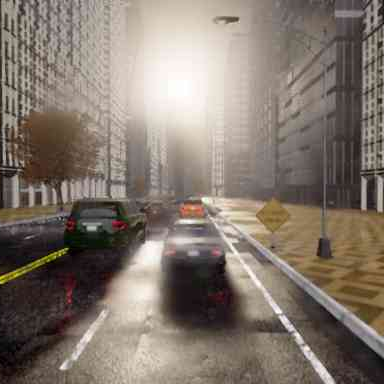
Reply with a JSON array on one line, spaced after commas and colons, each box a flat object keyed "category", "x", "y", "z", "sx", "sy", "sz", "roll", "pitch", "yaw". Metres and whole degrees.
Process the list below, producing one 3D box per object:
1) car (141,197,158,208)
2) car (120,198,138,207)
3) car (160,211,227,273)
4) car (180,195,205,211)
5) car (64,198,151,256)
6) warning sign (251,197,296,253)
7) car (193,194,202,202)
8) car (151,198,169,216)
[{"category": "car", "x": -6.541, "y": 1.587, "z": 51.780, "sx": 2.033, "sy": 1.411, "sz": 5.357, "roll": 0, "pitch": 0, "yaw": 0}, {"category": "car", "x": -9.791, "y": 1.640, "z": 51.846, "sx": 1.895, "sy": 1.301, "sz": 4.718, "roll": 0, "pitch": 0, "yaw": 0}, {"category": "car", "x": 0.052, "y": 1.556, "z": 10.674, "sx": 2.033, "sy": 1.411, "sz": 5.357, "roll": 0, "pitch": 0, "yaw": 0}, {"category": "car", "x": 0.092, "y": 1.373, "z": 29.045, "sx": 2.097, "sy": 1.767, "sz": 4.553, "roll": 0, "pitch": 0, "yaw": 0}, {"category": "car", "x": -3.175, "y": 1.234, "z": 13.295, "sx": 2.150, "sy": 2.045, "sz": 5.566, "roll": 0, "pitch": 0, "yaw": 0}, {"category": "warning sign", "x": 2.873, "y": 1.125, "z": 11.824, "sx": 1.300, "sy": 1.860, "sz": 1.060, "roll": 1, "pitch": 1, "yaw": 0}, {"category": "car", "x": 1.193, "y": 1.414, "z": 77.821, "sx": 2.097, "sy": 1.767, "sz": 4.553, "roll": 0, "pitch": 0, "yaw": 0}, {"category": "car", "x": -3.150, "y": 1.549, "z": 30.578, "sx": 1.812, "sy": 1.442, "sz": 4.674, "roll": 0, "pitch": 0, "yaw": 0}]
